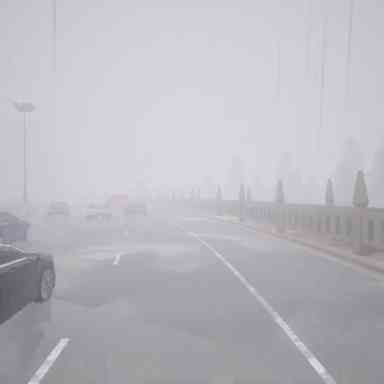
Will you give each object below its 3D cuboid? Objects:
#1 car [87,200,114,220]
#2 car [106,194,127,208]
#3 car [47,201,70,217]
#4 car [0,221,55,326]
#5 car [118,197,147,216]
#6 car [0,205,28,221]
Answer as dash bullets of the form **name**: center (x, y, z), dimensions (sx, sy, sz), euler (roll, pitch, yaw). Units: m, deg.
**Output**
- **car**: center (-7.986, 1.640, 28.387), dimensions (1.895, 1.301, 4.718), euler (0, 0, -17)
- **car**: center (-9.565, 1.288, 42.493), dimensions (2.150, 2.045, 5.566), euler (0, 0, -25)
- **car**: center (-12.720, 1.607, 31.662), dimensions (2.033, 1.411, 5.357), euler (0, 0, -20)
- **car**: center (-3.765, 1.493, 5.260), dimensions (2.128, 1.511, 4.902), euler (0, 0, -3)
- **car**: center (-5.745, 1.517, 32.706), dimensions (1.882, 1.535, 5.008), euler (0, 0, -18)
- **car**: center (-8.198, 1.492, 13.515), dimensions (1.882, 1.535, 5.008), euler (0, 0, -9)
